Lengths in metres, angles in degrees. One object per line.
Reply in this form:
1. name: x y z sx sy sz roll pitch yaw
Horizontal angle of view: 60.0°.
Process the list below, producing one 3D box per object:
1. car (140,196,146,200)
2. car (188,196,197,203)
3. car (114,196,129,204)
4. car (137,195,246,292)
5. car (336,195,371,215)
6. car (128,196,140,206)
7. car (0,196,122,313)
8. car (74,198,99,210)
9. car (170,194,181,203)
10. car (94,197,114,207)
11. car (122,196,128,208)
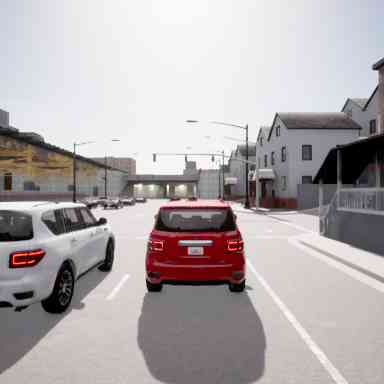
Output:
1. car: -10.355 1.547 67.328 2.033 1.411 5.357 0 0 1
2. car: 0.160 1.502 69.203 1.837 1.490 4.892 0 0 0
3. car: -13.867 1.503 65.926 1.837 1.490 4.892 0 0 1
4. car: 0.099 1.221 9.049 2.150 2.045 5.566 0 0 1
5. car: 14.209 1.062 28.743 4.181 1.385 1.994 -14 0 -1
6. car: -10.464 1.547 54.409 2.033 1.411 5.357 0 0 0
7. car: -3.409 1.221 7.786 2.150 2.045 5.566 0 0 1
8. car: -13.996 1.564 44.248 1.994 1.385 4.181 0 0 0
9. car: -3.338 1.352 69.181 2.097 1.767 4.553 0 0 0
10. car: -13.965 1.525 52.989 1.812 1.442 4.674 0 0 0
11. car: -10.495 1.491 44.660 2.128 1.511 4.902 0 0 0
